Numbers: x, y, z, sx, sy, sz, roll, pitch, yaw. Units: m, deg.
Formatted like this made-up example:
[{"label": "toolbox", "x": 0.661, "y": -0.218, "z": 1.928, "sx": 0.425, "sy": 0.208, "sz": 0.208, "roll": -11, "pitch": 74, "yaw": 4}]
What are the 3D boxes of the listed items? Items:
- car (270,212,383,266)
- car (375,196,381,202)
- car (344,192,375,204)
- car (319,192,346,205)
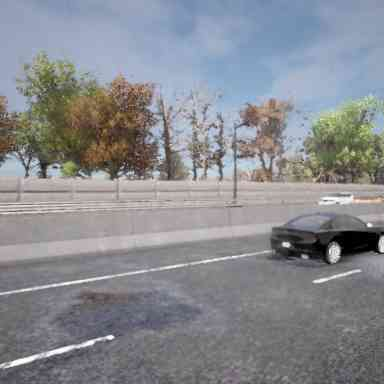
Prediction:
[{"label": "car", "x": 4.874, "y": 1.438, "z": 11.518, "sx": 5.008, "sy": 1.535, "sz": 1.882, "roll": 0, "pitch": 0, "yaw": -35}, {"label": "car", "x": 23.421, "y": 1.343, "z": 37.863, "sx": 4.902, "sy": 1.511, "sz": 2.128, "roll": 0, "pitch": 0, "yaw": -35}, {"label": "car", "x": 21.049, "y": 1.203, "z": 40.468, "sx": 4.553, "sy": 1.767, "sz": 2.097, "roll": 0, "pitch": 0, "yaw": -35}, {"label": "car", "x": 18.953, "y": 1.077, "z": 43.269, "sx": 5.566, "sy": 2.045, "sz": 2.150, "roll": 0, "pitch": 0, "yaw": -35}]
